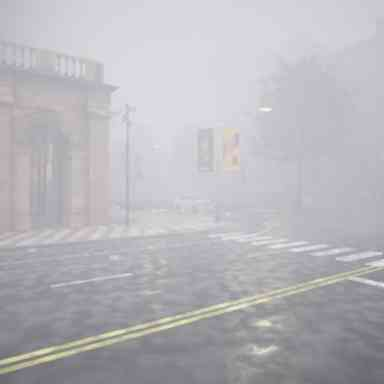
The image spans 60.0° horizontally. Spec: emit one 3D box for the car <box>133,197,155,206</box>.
[{"bbox_3d":[-8.037,1.571,55.241,1.812,1.442,4.674,0,0,-35],"label":"car"}]

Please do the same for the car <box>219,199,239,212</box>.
[{"bbox_3d":[3.384,1.550,38.979,1.837,1.490,4.892,0,0,-35],"label":"car"}]

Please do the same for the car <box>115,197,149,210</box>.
[{"bbox_3d":[-7.960,1.628,43.542,1.895,1.301,4.718,0,0,-35],"label":"car"}]

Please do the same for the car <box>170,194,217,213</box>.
[{"bbox_3d":[0.136,1.261,37.507,2.150,2.045,5.566,0,0,-35],"label":"car"}]

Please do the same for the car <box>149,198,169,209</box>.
[{"bbox_3d":[-5.845,1.586,46.009,2.033,1.411,5.357,0,0,-36],"label":"car"}]

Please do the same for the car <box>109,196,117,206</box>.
[{"bbox_3d":[-12.168,1.517,55.039,1.882,1.535,5.008,0,0,-35],"label":"car"}]
